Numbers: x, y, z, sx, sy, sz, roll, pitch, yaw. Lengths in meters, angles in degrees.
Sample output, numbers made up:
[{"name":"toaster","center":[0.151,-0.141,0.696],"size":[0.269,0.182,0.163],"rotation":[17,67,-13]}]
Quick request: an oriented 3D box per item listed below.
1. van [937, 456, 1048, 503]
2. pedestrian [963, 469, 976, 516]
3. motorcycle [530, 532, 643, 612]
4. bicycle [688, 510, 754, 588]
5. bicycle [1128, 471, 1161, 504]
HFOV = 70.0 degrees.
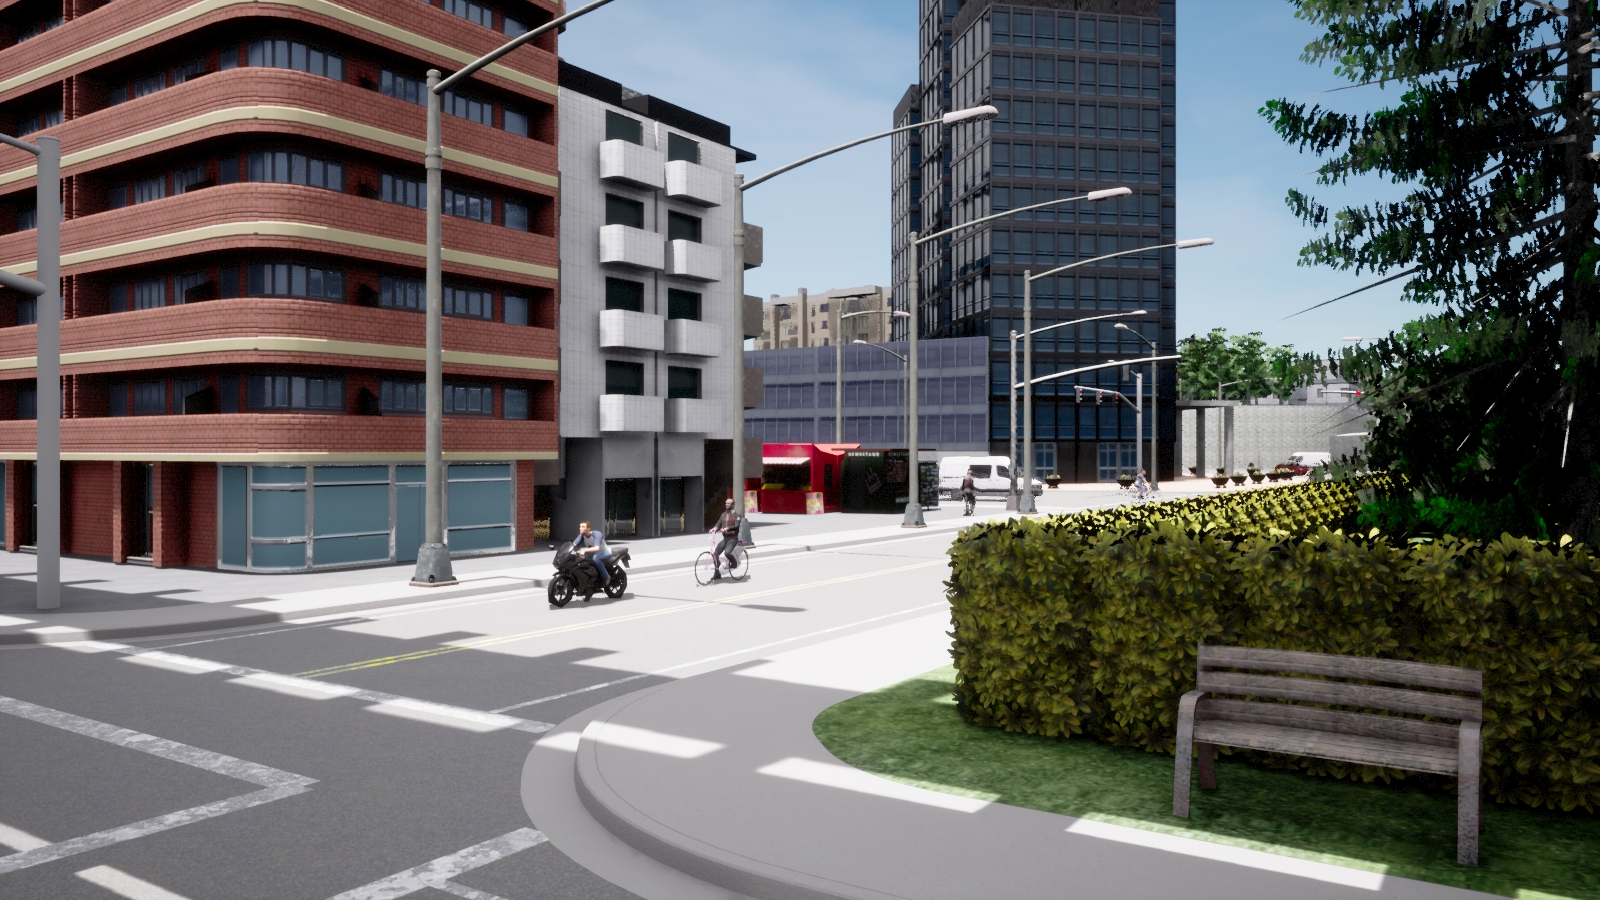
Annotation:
[{"name":"van","center":[10.928,1.639,65.024],"size":[5.915,2.561,1.988],"rotation":[-1,-1,33]},{"name":"pedestrian","center":[6.836,1.712,46.177],"size":[0.375,1.860,0.375],"rotation":[0,0,43]},{"name":"motorcycle","center":[-3.850,2.174,20.756],"size":[0.803,1.224,2.033],"rotation":[0,0,34]},{"name":"bicycle","center":[-1.641,2.048,23.979],"size":[0.329,1.496,1.835],"rotation":[0,0,34]},{"name":"bicycle","center":[18.260,1.987,60.606],"size":[1.643,1.717,0.373],"rotation":[0,0,26]}]
